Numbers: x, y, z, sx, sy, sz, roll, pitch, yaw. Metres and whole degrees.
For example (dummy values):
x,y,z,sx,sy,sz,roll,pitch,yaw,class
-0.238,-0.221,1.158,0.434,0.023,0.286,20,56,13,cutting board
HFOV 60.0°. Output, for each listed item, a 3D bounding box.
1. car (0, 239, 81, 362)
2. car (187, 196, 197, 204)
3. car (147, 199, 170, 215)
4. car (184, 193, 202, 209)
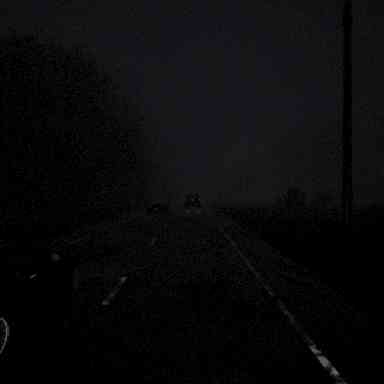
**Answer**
x,y,z,sx,sy,sz,roll,pitch,yaw,class
-3.398,1.518,5.577,1.812,1.442,4.674,0,0,0,car
0.041,1.452,61.736,1.812,1.442,4.674,0,0,0,car
-3.303,1.435,33.691,1.882,1.535,5.008,0,0,1,car
0.129,1.167,45.602,2.150,2.045,5.566,0,0,0,car
